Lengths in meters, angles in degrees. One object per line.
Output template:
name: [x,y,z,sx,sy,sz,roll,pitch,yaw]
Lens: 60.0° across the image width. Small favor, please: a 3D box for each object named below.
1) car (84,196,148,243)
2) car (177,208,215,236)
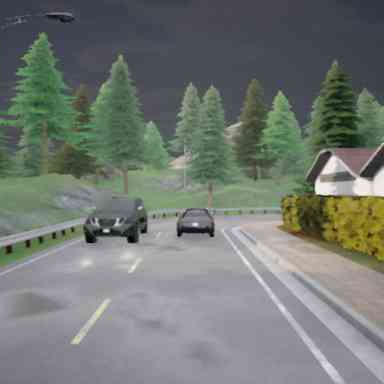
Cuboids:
car: [-3.506,1.237,16.403,2.150,2.045,5.566,0,0,0]
car: [0.285,1.578,18.449,1.994,1.385,4.181,0,0,3]
